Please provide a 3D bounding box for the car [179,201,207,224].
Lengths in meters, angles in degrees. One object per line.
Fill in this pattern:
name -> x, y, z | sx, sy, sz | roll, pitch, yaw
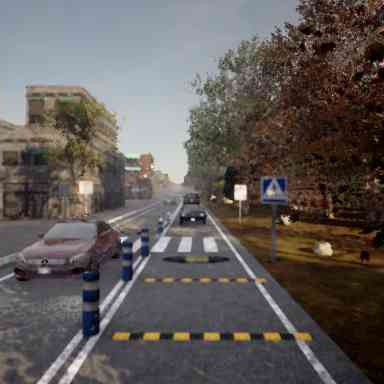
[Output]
car -> 0.054, 1.564, 24.648 | 1.895, 1.301, 4.718 | 0, 0, 0

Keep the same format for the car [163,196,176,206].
car -> -3.540, 1.355, 53.010 | 2.128, 1.511, 4.902 | 0, 0, 0

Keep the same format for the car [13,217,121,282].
car -> -3.354, 1.521, 9.876 | 1.812, 1.442, 4.674 | 0, 0, 0

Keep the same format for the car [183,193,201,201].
car -> -0.039, 1.126, 43.092 | 2.150, 2.045, 5.566 | 0, 0, 0
